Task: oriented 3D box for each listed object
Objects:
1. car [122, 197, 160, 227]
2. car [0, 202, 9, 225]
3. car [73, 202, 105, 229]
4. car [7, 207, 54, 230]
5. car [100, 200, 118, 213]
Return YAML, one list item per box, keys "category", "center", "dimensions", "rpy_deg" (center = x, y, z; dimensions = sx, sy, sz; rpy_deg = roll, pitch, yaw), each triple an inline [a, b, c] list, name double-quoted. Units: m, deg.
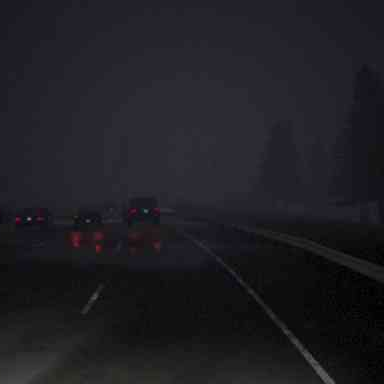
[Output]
- category: "car"
  center: [-3.771, 1.354, 24.186]
  dimensions: [2.150, 2.045, 5.566]
  rpy_deg: [0, 0, -17]
- category: "car"
  center: [-15.400, 1.530, 25.743]
  dimensions: [2.097, 1.767, 4.553]
  rpy_deg: [0, 0, -19]
- category: "car"
  center: [-7.207, 1.665, 23.163]
  dimensions: [1.812, 1.442, 4.674]
  rpy_deg: [0, 0, -16]
- category: "car"
  center: [-10.470, 1.693, 22.309]
  dimensions: [2.033, 1.411, 5.357]
  rpy_deg: [0, 0, -17]
- category: "car"
  center: [-10.326, 1.740, 40.181]
  dimensions: [1.837, 1.490, 4.892]
  rpy_deg: [0, 0, -27]
